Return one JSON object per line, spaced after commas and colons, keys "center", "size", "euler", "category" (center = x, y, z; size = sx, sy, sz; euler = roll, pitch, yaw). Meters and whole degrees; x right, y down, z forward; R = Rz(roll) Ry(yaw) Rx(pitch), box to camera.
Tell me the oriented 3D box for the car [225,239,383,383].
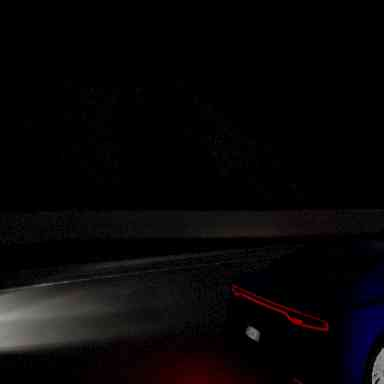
{"center": [2.860, 1.471, 5.009], "size": [5.008, 1.535, 1.882], "euler": [0, 0, -29], "category": "car"}
